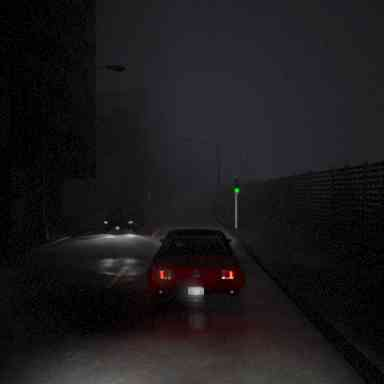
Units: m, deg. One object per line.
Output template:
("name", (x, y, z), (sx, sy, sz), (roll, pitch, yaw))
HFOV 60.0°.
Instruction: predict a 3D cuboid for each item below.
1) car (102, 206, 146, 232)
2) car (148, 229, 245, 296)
("car", (-4.000, 1.547, 20.533), (2.033, 1.411, 5.357), (0, 0, 0))
("car", (0.090, 1.601, 8.572), (1.895, 1.301, 4.718), (0, 0, 0))
